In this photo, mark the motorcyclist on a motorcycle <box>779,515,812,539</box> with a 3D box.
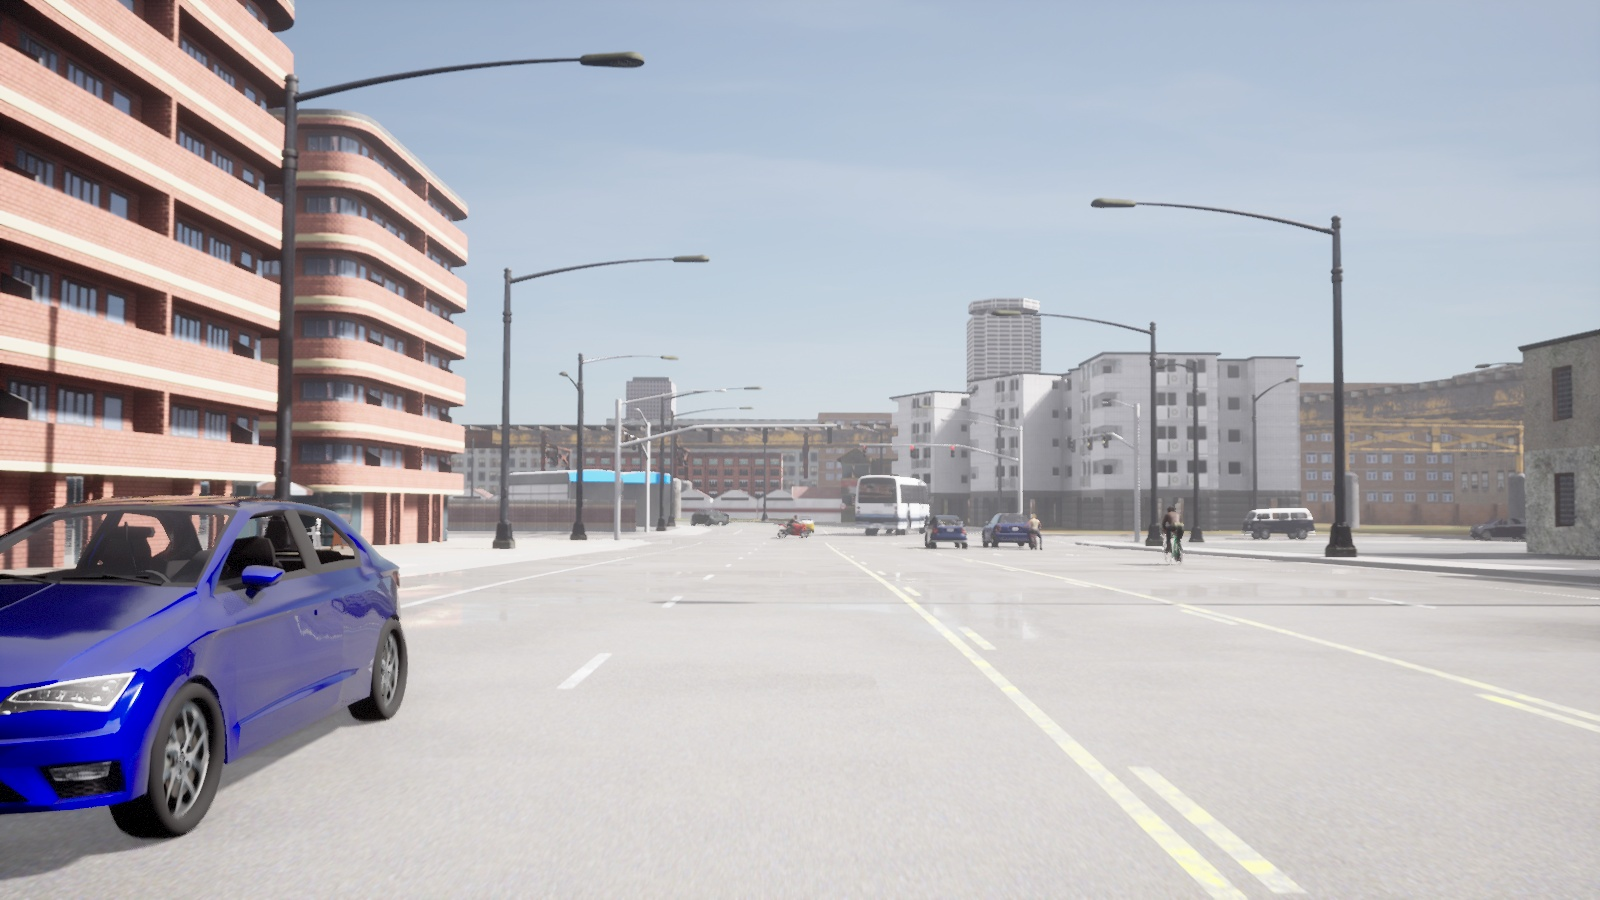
[{"bbox_3d":[-0.284,4.870,79.301,2.044,1.523,0.797,0,-3,-1],"label":"motorcyclist on a motorcycle"}]

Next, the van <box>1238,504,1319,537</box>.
[{"bbox_3d":[31.795,4.688,83.525,4.480,2.038,2.069,-1,-2,-1],"label":"van"}]

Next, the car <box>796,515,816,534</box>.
[{"bbox_3d":[0.443,5.731,96.789,1.481,1.376,2.207,0,-3,0],"label":"car"}]

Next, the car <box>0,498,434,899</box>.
[{"bbox_3d":[-3.516,1.019,6.848,1.816,1.474,4.193,0,-2,0],"label":"car"}]

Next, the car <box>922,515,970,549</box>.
[{"bbox_3d":[6.867,3.829,59.272,1.789,1.549,3.705,0,-3,0],"label":"car"}]

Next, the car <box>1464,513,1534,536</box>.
[{"bbox_3d":[46.533,4.931,83.631,3.633,1.501,1.845,-1,-3,6],"label":"car"}]

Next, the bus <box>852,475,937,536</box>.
[{"bbox_3d":[7.126,4.097,92.883,3.944,4.253,10.273,-1,-3,18],"label":"bus"}]

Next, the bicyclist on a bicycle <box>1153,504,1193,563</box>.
[{"bbox_3d":[10.420,2.333,35.163,0.582,1.620,1.656,0,-4,0],"label":"bicyclist on a bicycle"}]

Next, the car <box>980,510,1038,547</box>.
[{"bbox_3d":[10.359,3.879,62.520,2.097,1.767,4.553,0,-3,0],"label":"car"}]
